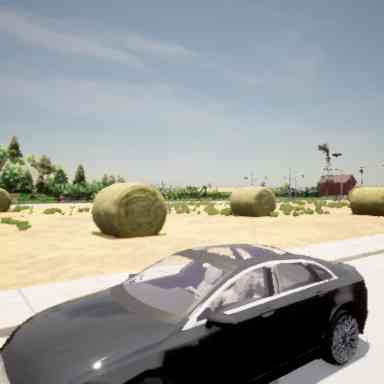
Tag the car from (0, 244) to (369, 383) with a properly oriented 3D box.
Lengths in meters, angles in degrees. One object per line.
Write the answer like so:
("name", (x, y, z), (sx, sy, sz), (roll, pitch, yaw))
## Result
("car", (0.321, 1.493, 4.217), (4.902, 1.511, 2.128), (0, 0, -35))
